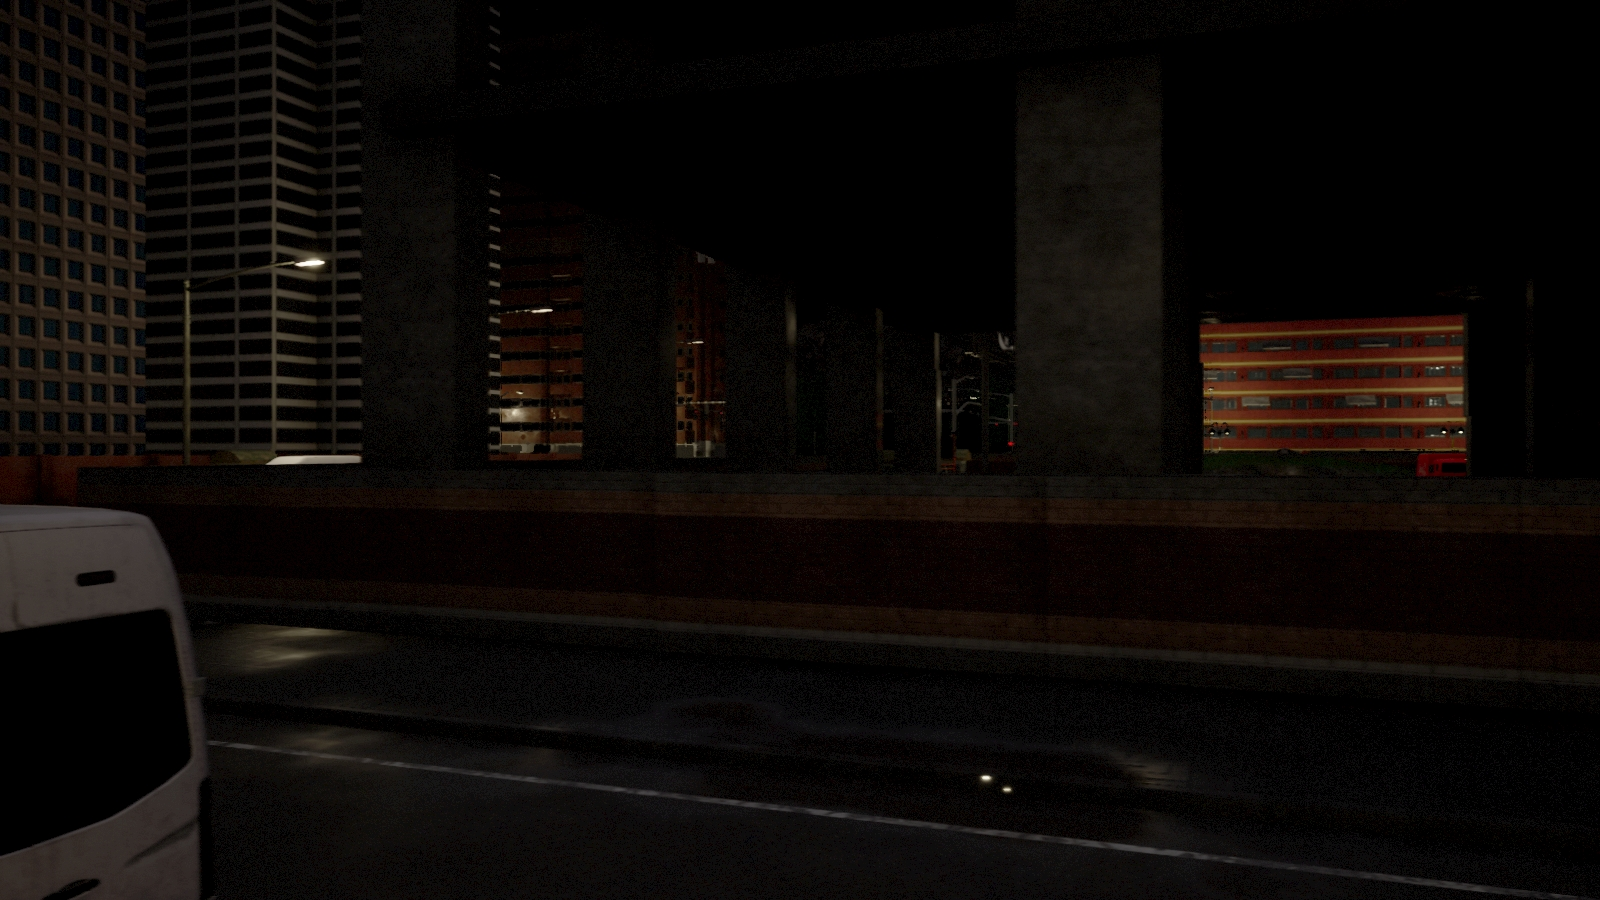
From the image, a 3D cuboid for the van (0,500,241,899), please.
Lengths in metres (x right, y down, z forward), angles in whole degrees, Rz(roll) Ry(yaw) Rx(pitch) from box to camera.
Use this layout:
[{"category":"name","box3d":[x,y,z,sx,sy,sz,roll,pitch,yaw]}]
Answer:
[{"category":"van","box3d":[-5.713,1.534,5.375,5.915,2.561,1.988,0,0,20]}]
